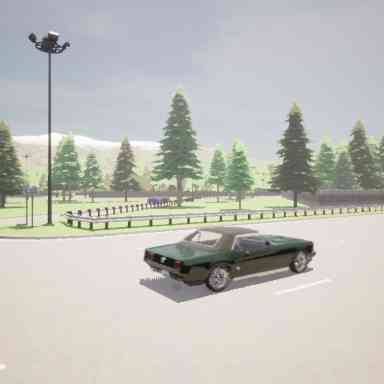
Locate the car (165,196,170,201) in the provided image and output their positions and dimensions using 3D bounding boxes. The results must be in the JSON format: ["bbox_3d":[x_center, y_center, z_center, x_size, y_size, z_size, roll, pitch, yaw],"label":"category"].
[{"bbox_3d":[-5.672,1.526,69.464,1.812,1.442,4.674,0,0,5],"label":"car"}]

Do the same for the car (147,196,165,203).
[{"bbox_3d":[-6.648,1.478,59.425,1.882,1.535,5.008,0,0,5],"label":"car"}]

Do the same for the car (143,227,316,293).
[{"bbox_3d":[1.203,1.601,8.896,4.718,1.301,1.895,0,0,-35],"label":"car"}]
